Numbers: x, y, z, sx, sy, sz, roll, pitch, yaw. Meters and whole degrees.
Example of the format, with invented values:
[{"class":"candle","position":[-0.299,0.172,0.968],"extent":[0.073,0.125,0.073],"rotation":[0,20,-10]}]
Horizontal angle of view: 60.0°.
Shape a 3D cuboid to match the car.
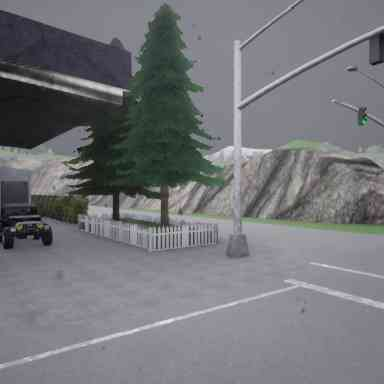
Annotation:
[{"class":"car","position":[-8.041,1.505,15.808],"extent":[1.905,1.878,3.866],"rotation":[0,0,-37]}]
